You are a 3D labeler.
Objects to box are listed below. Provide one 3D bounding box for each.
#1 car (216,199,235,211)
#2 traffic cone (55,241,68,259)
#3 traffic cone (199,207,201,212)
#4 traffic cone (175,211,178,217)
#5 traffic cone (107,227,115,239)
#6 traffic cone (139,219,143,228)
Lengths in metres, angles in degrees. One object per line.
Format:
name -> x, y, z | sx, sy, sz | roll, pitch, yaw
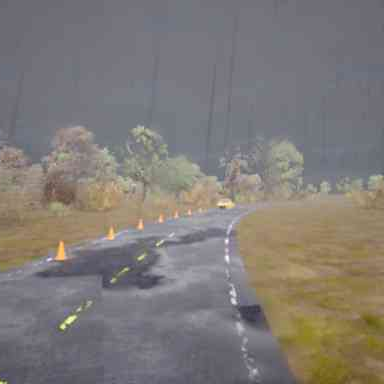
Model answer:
car -> 4.638, 1.723, 45.481 | 1.882, 1.535, 5.008 | 0, 0, 17
traffic cone -> -4.514, 2.002, 11.505 | 0.340, 0.580, 0.340 | 0, 0, 5
traffic cone -> 1.038, 2.174, 41.489 | 0.340, 0.580, 0.340 | 0, 0, 16
traffic cone -> -1.485, 2.117, 31.626 | 0.340, 0.580, 0.340 | 0, 0, 12
traffic cone -> -4.011, 2.031, 16.571 | 0.340, 0.580, 0.340 | 0, 0, 7
traffic cone -> -3.337, 2.059, 21.617 | 0.340, 0.580, 0.340 | 0, 0, 9
